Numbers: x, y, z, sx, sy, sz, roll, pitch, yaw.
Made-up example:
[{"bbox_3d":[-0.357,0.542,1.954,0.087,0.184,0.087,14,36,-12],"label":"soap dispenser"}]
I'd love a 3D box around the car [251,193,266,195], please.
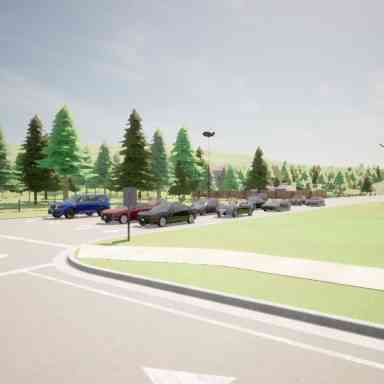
[{"bbox_3d":[11.419,1.221,58.293,2.150,2.045,5.566,0,0,36],"label":"car"}]

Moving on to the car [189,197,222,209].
[{"bbox_3d":[1.861,1.491,45.405,2.128,1.511,4.902,0,0,36],"label":"car"}]

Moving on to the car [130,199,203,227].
[{"bbox_3d":[-1.627,1.478,22.900,1.882,1.535,5.008,0,0,36],"label":"car"}]

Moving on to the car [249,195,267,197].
[{"bbox_3d":[7.653,1.478,41.463,1.882,1.535,5.008,0,0,36],"label":"car"}]

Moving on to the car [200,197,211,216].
[{"bbox_3d":[1.313,1.547,32.827,2.033,1.411,5.357,0,0,37],"label":"car"}]

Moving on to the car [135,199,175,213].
[{"bbox_3d":[-4.040,1.526,37.346,1.812,1.442,4.674,0,0,36],"label":"car"}]

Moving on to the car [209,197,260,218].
[{"bbox_3d":[3.989,1.492,30.558,2.128,1.511,4.902,0,0,36],"label":"car"}]

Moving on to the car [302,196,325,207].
[{"bbox_3d":[18.888,1.507,50.756,1.837,1.490,4.892,0,-1,37],"label":"car"}]

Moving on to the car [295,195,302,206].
[{"bbox_3d":[17.402,1.353,54.605,2.097,1.767,4.553,0,0,36],"label":"car"}]

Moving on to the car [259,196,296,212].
[{"bbox_3d":[9.857,1.547,38.558,2.033,1.411,5.357,0,0,36],"label":"car"}]

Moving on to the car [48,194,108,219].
[{"bbox_3d":[-9.816,1.221,29.488,2.150,2.045,5.566,0,0,37],"label":"car"}]

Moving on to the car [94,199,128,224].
[{"bbox_3d":[-4.498,1.478,24.904,1.882,1.535,5.008,0,0,36],"label":"car"}]
